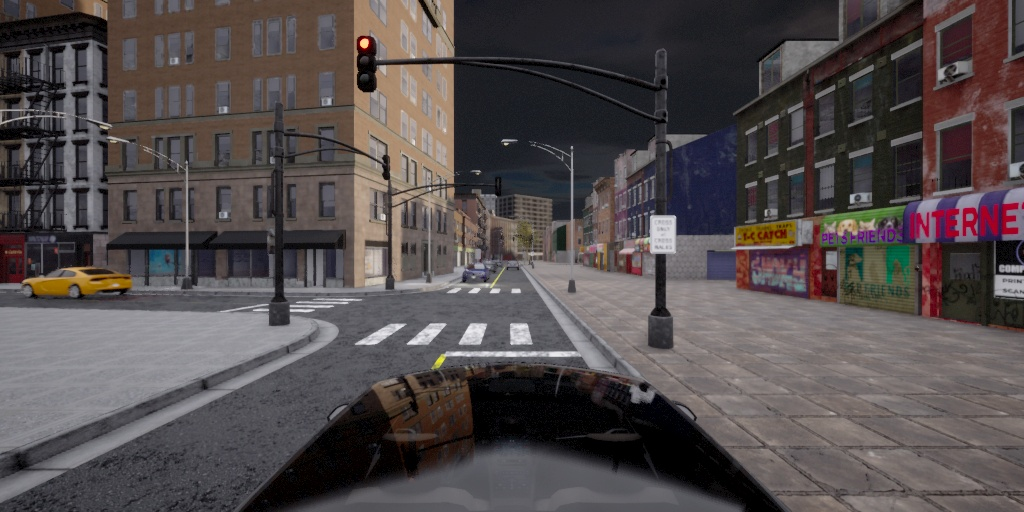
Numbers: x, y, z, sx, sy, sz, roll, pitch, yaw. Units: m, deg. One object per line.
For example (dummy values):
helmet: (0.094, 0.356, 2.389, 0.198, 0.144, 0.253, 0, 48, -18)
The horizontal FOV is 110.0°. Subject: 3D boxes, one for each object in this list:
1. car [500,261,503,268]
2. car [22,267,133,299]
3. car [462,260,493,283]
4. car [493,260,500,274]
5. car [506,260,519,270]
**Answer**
car: (-2.637, 1.332, 61.350, 1.994, 1.385, 4.181, 0, 0, 1)
car: (-22.387, 1.333, 18.491, 5.008, 1.535, 1.882, 0, 0, 10)
car: (-2.792, 1.279, 28.425, 1.812, 1.442, 4.674, 0, 0, 0)
car: (-2.764, 1.249, 40.817, 2.128, 1.511, 4.902, 0, 0, 0)
car: (0.111, 1.310, 52.760, 2.033, 1.411, 5.357, 0, 0, 0)
